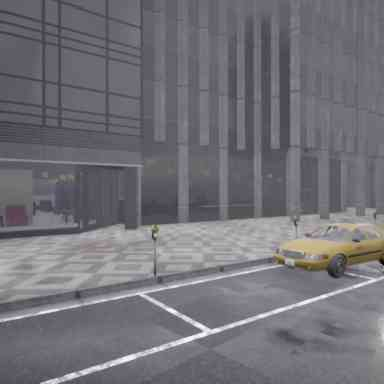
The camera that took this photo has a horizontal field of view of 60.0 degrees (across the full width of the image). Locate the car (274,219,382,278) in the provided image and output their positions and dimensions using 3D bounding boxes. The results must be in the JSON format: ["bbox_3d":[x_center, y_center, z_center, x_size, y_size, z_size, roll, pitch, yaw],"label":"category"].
[{"bbox_3d":[4.536,1.525,10.054,4.829,1.417,1.752,0,-1,-35],"label":"car"}]

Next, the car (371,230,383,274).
[{"bbox_3d":[6.571,1.601,8.109,4.718,1.301,1.895,0,0,-36],"label":"car"}]
